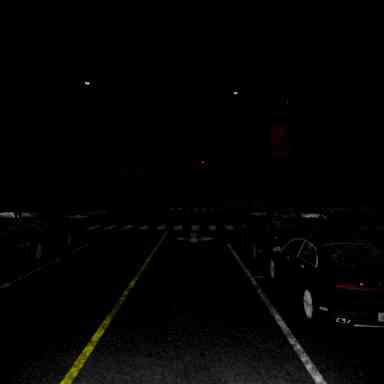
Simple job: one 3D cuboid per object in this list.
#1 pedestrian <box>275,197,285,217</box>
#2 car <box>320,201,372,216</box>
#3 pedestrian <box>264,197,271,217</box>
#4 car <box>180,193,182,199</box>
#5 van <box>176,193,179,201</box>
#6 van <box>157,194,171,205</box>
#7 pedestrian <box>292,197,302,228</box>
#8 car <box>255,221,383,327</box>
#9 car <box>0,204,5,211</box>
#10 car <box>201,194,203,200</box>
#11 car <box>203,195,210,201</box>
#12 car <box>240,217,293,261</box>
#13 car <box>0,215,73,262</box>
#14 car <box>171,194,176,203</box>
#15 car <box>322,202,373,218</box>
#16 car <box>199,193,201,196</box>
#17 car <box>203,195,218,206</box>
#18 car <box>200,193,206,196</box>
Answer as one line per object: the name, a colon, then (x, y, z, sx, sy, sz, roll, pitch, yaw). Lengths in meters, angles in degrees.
pedestrian: (5.294, 1.140, 19.779, 0.375, 1.860, 0.375, 0, 0, 0)
car: (17.139, 1.854, 37.207, 4.892, 1.490, 1.837, 1, 0, 0)
pedestrian: (4.700, 1.155, 20.381, 0.375, 1.860, 0.375, 0, 0, 0)
car: (-4.736, 1.343, 92.802, 2.192, 1.841, 5.009, 0, 0, 1)
van: (-4.894, 1.364, 81.778, 1.690, 1.788, 3.998, 0, 0, 1)
van: (-5.210, 1.354, 59.730, 1.690, 1.788, 3.998, 0, 0, 1)
pedestrian: (6.068, 1.142, 19.172, 0.375, 1.860, 0.375, 0, 0, 0)
car: (2.799, 1.550, 6.924, 2.008, 1.369, 4.403, 0, 0, 0)
car: (-19.768, 1.236, 30.820, 4.181, 1.385, 1.994, 1, 0, 0)
car: (3.393, 1.565, 65.122, 2.008, 1.369, 4.403, 0, 0, 1)
car: (3.711, 1.551, 87.343, 1.752, 1.417, 4.829, 0, 0, 1)
car: (2.825, 1.551, 11.916, 2.008, 1.369, 4.403, 0, 0, 0)
car: (-5.700, 1.551, 11.964, 2.008, 1.369, 4.403, 0, 0, 0)
car: (-5.052, 1.583, 70.754, 1.947, 1.339, 4.313, 0, 0, 1)
car: (15.979, 1.848, 33.946, 4.674, 1.442, 1.812, 1, 0, 0)
car: (3.788, 1.468, 92.685, 1.967, 1.590, 4.097, 0, 0, 1)
car: (3.235, 1.561, 54.098, 2.008, 1.369, 4.403, 0, 0, 1)
car: (3.472, 1.332, 70.635, 2.192, 1.841, 5.009, 0, 0, 1)
